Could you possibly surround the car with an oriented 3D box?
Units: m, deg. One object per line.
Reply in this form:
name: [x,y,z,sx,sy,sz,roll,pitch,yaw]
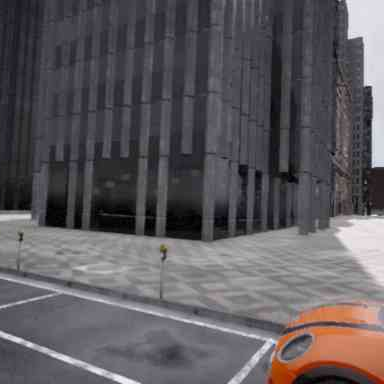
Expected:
car: [3.075,1.656,3.154,4.553,1.767,2.097,0,-3,30]
